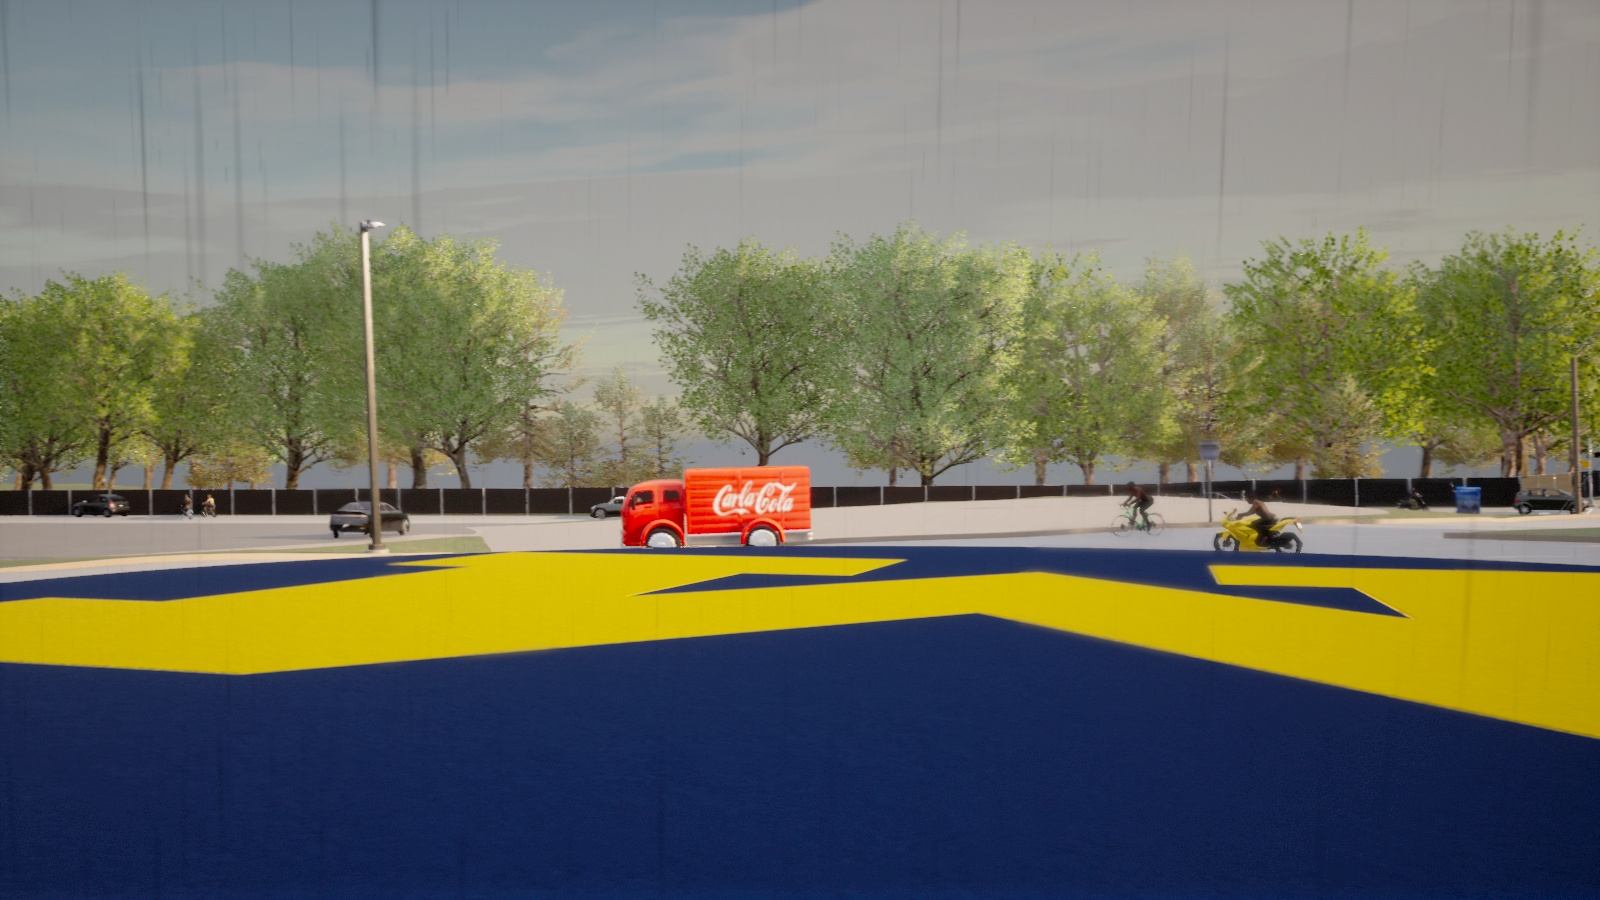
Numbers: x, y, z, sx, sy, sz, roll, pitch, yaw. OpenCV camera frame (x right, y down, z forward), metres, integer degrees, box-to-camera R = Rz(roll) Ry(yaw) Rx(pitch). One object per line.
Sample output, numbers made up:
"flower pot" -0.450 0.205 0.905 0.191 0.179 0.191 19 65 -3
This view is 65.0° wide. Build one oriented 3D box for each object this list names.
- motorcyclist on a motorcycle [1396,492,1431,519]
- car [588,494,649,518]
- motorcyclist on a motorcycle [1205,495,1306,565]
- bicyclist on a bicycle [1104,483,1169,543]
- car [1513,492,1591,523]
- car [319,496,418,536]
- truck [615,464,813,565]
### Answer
"motorcyclist on a motorcycle" 36.496 3.293 74.701 1.817 1.590 0.866 -1 1 24
"car" -12.298 3.811 85.343 3.806 1.475 1.970 0 1 2
"motorcyclist on a motorcycle" 10.468 1.818 28.882 2.044 1.523 0.797 0 -2 37
"bicyclist on a bicycle" 9.689 1.796 36.183 1.656 1.620 0.582 -2 0 -10
"car" 42.650 3.243 71.243 3.705 1.549 1.789 -1 1 35
"car" -18.171 2.765 53.199 2.128 1.511 4.902 1 -2 5
"truck" -2.408 1.718 34.707 5.204 2.467 2.627 -2 1 -6
